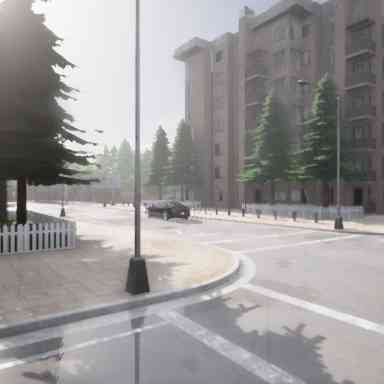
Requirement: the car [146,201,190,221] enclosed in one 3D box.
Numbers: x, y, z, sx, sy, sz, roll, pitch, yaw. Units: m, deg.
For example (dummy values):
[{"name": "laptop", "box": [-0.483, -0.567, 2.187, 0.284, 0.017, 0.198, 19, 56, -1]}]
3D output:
[{"name": "car", "box": [-2.085, 1.509, 27.523, 1.882, 1.535, 5.008, 1, -1, -33]}]
